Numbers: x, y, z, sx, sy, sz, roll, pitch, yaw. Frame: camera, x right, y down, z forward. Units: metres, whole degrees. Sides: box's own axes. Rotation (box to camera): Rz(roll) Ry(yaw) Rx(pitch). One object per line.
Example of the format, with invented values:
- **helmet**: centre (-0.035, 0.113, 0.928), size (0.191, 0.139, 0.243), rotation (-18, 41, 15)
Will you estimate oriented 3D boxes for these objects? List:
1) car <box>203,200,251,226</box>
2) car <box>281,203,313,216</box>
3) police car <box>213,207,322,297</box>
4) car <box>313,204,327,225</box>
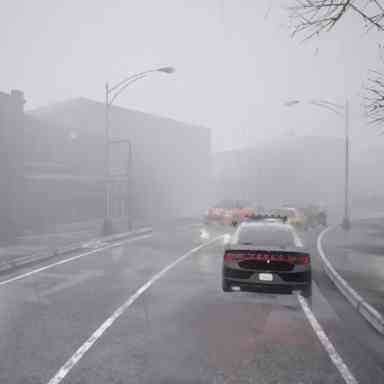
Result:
- **car**: centre (2.566, 1.325, 22.368), size (2.097, 1.767, 4.553), rotation (1, 0, 31)
- **car**: centre (5.079, 1.469, 17.783), size (1.801, 1.575, 5.366), rotation (1, 0, 26)
- **police car**: centre (1.973, 1.427, 8.902), size (1.930, 1.638, 5.238), rotation (0, 0, 12)
- **car**: centre (7.775, 1.535, 22.480), size (1.837, 1.490, 4.892), rotation (1, 0, 34)
